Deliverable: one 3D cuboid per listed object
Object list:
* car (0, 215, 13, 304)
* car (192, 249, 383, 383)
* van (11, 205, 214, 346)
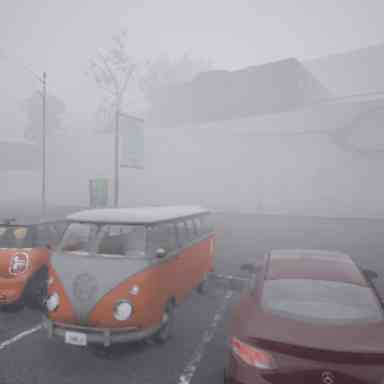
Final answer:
[{"bbox_3d":[-3.260,1.350,8.079,2.185,1.767,4.553,0,-1,15],"label":"car"},{"bbox_3d":[1.609,1.530,4.642,2.002,1.452,4.674,0,-1,15],"label":"car"},{"bbox_3d":[-0.838,1.260,6.261,1.878,1.987,4.442,1,0,15],"label":"van"}]
